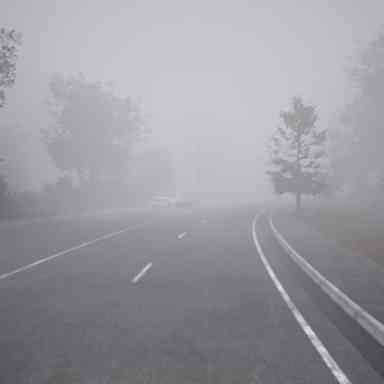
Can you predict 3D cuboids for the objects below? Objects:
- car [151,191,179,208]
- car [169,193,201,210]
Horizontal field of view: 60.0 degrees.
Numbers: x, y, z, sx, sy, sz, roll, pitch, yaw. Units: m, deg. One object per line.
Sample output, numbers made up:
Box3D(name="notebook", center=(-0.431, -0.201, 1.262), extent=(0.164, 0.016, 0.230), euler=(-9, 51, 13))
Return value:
Box3D(name="car", center=(-3.103, 0.934, 41.422), extent=(2.150, 2.045, 5.566), euler=(-1, 0, 20))
Box3D(name="car", center=(-0.474, 1.167, 38.267), extent=(1.882, 1.535, 5.008), euler=(-1, 0, 19))
